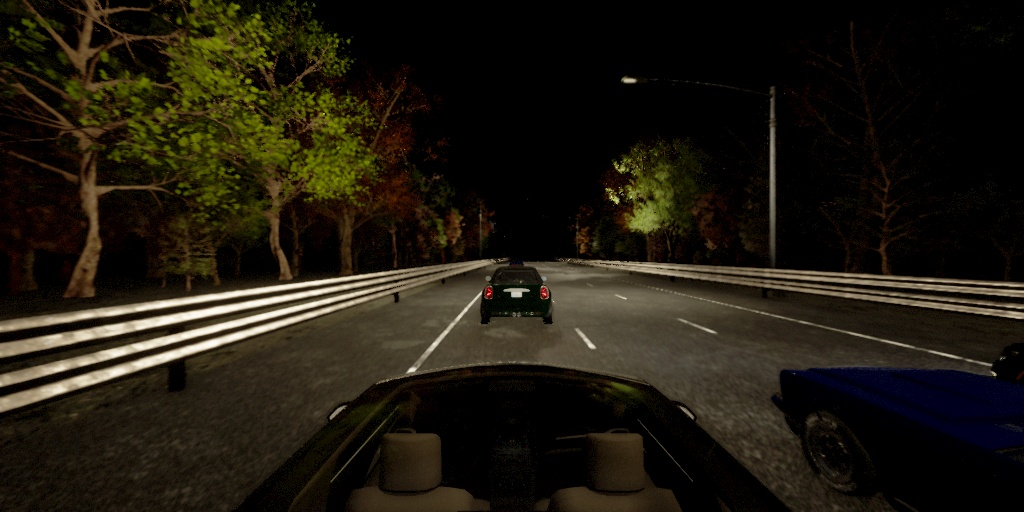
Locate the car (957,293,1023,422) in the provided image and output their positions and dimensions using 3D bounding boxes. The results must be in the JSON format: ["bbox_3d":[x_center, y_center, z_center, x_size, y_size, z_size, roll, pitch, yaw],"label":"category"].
[{"bbox_3d":[7.106,1.256,2.536,1.837,1.490,4.892,0,0,0],"label":"car"}]

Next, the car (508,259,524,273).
[{"bbox_3d":[0.562,1.224,44.516,1.882,1.535,5.008,0,0,1],"label":"car"}]

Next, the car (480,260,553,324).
[{"bbox_3d":[0.141,1.101,12.189,2.097,1.767,4.553,0,0,0],"label":"car"}]

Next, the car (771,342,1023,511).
[{"bbox_3d":[3.603,1.351,1.531,1.895,1.301,4.718,0,0,0],"label":"car"}]
